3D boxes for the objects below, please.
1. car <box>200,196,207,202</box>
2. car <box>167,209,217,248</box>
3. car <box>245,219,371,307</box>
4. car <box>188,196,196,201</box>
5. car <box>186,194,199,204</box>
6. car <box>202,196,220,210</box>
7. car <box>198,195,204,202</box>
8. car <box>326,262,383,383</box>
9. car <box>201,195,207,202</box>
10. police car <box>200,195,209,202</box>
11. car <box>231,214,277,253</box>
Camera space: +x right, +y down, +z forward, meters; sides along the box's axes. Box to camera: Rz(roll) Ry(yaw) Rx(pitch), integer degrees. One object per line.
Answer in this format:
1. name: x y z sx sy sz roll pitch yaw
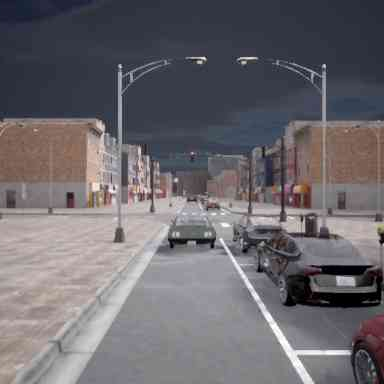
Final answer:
1. car: 3.024 1.770 87.664 1.812 1.442 4.674 0 0 0
2. car: 0.000 1.625 14.680 1.895 1.301 4.718 0 0 0
3. car: 2.641 1.567 7.788 1.947 1.339 4.313 0 0 0
4. car: 0.000 1.591 82.634 2.033 1.411 5.357 0 0 0
5. car: 0.000 1.400 66.831 2.150 2.045 5.566 0 0 0
6. car: 2.639 1.602 42.494 1.887 1.381 4.507 0 0 0
7. car: 2.638 1.677 59.532 1.947 1.339 4.313 0 0 0
8. car: 2.641 1.581 2.114 1.802 1.307 4.206 0 0 0
9. car: 2.639 1.599 48.343 1.752 1.417 4.829 0 0 0
10. police car: 3.009 1.634 80.774 1.930 1.638 5.238 0 0 0
11. car: 2.640 1.557 13.463 2.008 1.369 4.403 0 0 0
